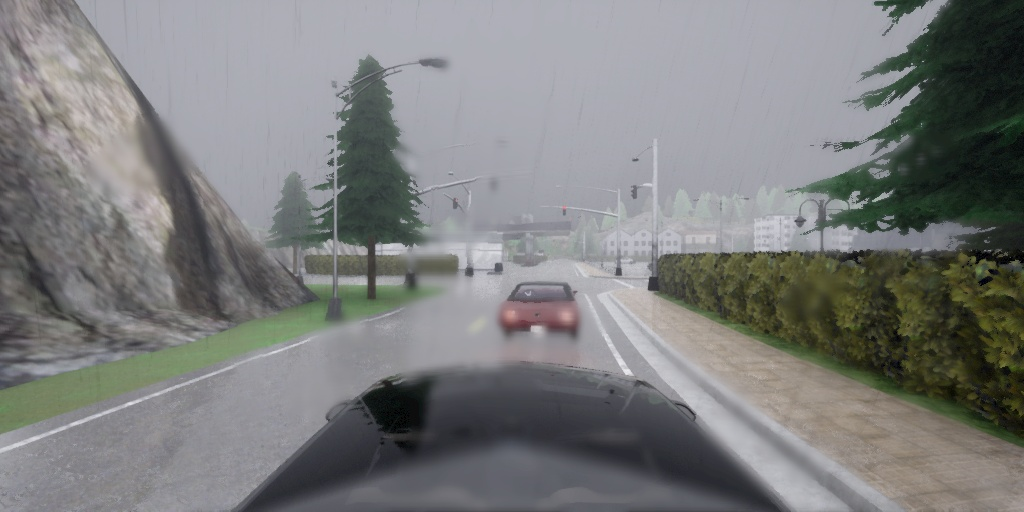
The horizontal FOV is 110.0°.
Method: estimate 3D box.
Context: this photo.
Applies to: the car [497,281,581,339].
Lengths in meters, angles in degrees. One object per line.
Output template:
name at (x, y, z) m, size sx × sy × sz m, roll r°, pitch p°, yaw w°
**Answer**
car at (0.914, 1.350, 10.127) m, size 1.895 × 1.301 × 4.718 m, roll 0°, pitch 0°, yaw 8°
